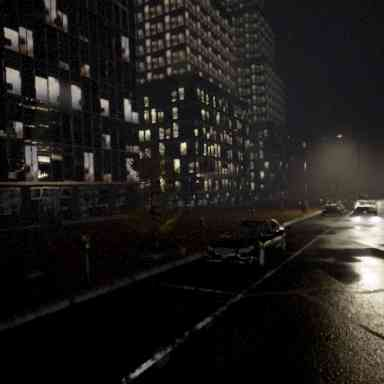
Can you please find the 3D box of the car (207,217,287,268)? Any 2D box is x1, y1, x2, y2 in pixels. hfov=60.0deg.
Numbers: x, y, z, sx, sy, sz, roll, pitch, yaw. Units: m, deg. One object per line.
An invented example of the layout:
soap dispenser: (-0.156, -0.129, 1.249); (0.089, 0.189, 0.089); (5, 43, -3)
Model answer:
car: (2.026, 1.604, 11.503); (2.008, 1.369, 4.403); (-3, -1, 30)

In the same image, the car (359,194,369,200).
car: (43.929, 1.139, 84.735); (2.008, 1.369, 4.403); (-3, -1, 30)

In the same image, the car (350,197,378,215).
car: (16.106, 1.431, 30.792); (1.895, 1.301, 4.718); (-2, -1, 30)

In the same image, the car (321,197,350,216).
car: (13.200, 1.470, 31.032); (2.008, 1.369, 4.403); (-3, -1, 30)

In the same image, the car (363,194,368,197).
car: (32.755, 1.247, 65.207); (1.887, 1.381, 4.507); (-3, -1, 30)

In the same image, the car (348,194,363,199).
car: (24.369, 1.232, 50.563); (1.967, 1.590, 4.097); (-3, -1, 30)
